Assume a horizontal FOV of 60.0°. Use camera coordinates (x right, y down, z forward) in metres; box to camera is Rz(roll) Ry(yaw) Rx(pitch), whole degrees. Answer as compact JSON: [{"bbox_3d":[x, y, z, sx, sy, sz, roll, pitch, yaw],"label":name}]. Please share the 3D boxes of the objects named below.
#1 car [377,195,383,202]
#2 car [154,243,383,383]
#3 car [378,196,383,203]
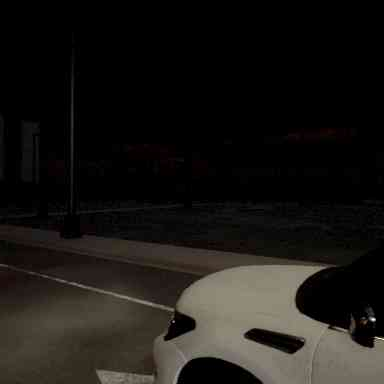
[{"bbox_3d":[39.921,1.370,67.958,1.853,1.218,4.536,1,1,6],"label":"car"},{"bbox_3d":[2.295,1.215,2.351,5.566,2.045,2.150,0,0,35],"label":"car"},{"bbox_3d":[39.915,1.528,67.908,2.038,1.542,4.974,1,1,6],"label":"car"}]
